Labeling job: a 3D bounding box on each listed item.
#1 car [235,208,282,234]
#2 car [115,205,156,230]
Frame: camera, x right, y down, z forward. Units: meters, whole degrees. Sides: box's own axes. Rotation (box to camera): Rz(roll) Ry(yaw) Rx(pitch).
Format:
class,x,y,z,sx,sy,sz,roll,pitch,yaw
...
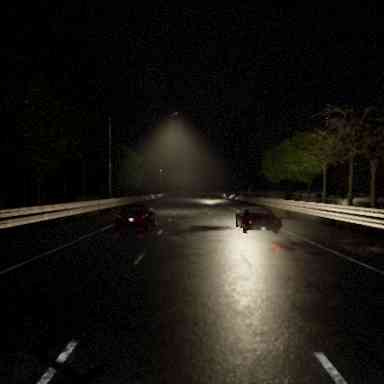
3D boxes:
class,x,y,z,sx,sy,sz,roll,pitch,yaw
car,3.594,1.553,18.951,1.895,1.301,4.718,0,0,0
car,-3.405,1.512,20.640,1.994,1.385,4.181,0,0,0
